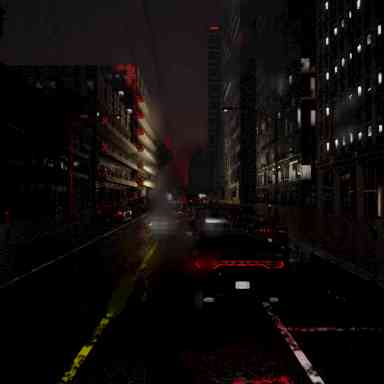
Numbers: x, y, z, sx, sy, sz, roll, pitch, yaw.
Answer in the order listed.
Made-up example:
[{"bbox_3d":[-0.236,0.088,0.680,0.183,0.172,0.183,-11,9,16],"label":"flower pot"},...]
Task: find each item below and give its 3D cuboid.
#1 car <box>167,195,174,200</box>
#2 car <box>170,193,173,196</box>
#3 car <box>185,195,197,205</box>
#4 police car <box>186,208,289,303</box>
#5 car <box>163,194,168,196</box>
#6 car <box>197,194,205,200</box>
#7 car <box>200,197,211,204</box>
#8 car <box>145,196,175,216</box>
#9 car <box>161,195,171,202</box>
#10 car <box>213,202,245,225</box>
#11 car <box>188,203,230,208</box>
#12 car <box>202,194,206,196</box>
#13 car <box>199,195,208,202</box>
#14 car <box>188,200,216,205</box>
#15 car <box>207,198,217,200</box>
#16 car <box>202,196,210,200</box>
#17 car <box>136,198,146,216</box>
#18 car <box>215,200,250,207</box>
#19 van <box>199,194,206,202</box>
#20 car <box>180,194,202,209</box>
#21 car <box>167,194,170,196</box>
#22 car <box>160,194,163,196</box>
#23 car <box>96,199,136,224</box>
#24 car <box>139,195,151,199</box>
[{"bbox_3d":[-5.853,1.586,91.391,1.802,1.307,4.206,1,0,0],"label":"car"},{"bbox_3d":[-5.833,1.323,69.205,2.192,1.841,5.009,1,0,0],"label":"car"},{"bbox_3d":[-0.136,1.360,58.879,2.097,1.767,4.553,0,0,0],"label":"car"},{"bbox_3d":[0.880,1.428,8.412,1.930,1.638,5.238,0,0,0],"label":"police car"},{"bbox_3d":[-5.809,1.558,58.112,2.008,1.369,4.403,1,0,0],"label":"car"},{"bbox_3d":[2.496,1.444,91.501,1.967,1.590,4.097,1,0,0],"label":"car"},{"bbox_3d":[2.557,1.590,63.761,1.802,1.307,4.206,1,0,0],"label":"car"},{"bbox_3d":[-3.076,1.498,32.945,2.128,1.511,4.902,0,0,0],"label":"car"},{"bbox_3d":[-5.857,1.533,74.581,1.752,1.417,4.829,1,0,0],"label":"car"},{"bbox_3d":[2.647,1.551,24.925,1.887,1.381,4.507,1,0,0],"label":"car"},{"bbox_3d":[0.837,1.531,18.303,1.812,1.442,4.674,0,0,0],"label":"car"},{"bbox_3d":[2.583,1.533,52.835,1.752,1.417,4.829,1,0,0],"label":"car"},{"bbox_3d":[2.534,1.447,74.857,1.967,1.590,4.097,1,0,0],"label":"car"},{"bbox_3d":[0.792,1.533,24.302,1.812,1.442,4.674,0,0,0],"label":"car"},{"bbox_3d":[2.634,1.551,30.474,1.887,1.381,4.507,1,0,0],"label":"car"},{"bbox_3d":[2.608,1.558,41.569,2.008,1.369,4.403,1,0,0],"label":"car"},{"bbox_3d":[-5.746,1.552,30.379,1.887,1.381,4.507,1,0,0],"label":"car"},{"bbox_3d":[2.661,1.445,19.377,1.967,1.590,4.097,1,0,0],"label":"car"},{"bbox_3d":[2.524,1.348,80.405,1.690,1.788,3.998,1,0,0],"label":"van"},{"bbox_3d":[-0.092,1.229,45.501,2.150,2.045,5.566,0,0,0],"label":"car"},{"bbox_3d":[-5.820,1.448,63.659,1.967,1.590,4.097,1,0,0],"label":"car"},{"bbox_3d":[-5.780,1.322,47.018,2.192,1.841,5.009,1,0,0],"label":"car"},{"bbox_3d":[-5.731,1.446,24.831,1.967,1.590,4.097,1,0,0],"label":"car"},{"bbox_3d":[-5.756,1.447,35.926,1.967,1.590,4.097,1,0,0],"label":"car"}]
